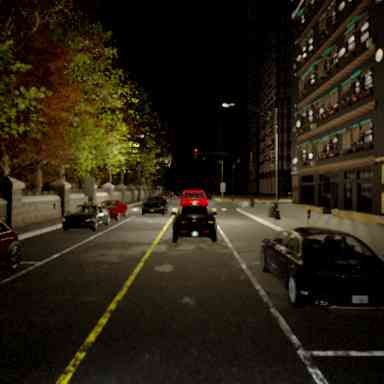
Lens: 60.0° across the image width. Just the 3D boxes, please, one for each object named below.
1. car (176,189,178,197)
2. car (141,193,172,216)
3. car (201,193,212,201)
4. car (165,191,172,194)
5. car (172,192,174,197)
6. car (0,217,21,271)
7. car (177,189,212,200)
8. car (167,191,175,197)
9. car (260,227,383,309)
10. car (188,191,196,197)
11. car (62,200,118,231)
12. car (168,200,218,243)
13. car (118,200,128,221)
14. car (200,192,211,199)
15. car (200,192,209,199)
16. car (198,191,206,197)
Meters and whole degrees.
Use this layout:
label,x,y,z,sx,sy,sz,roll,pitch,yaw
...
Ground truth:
label,x,y,z,sx,sy,sz,roll,pitch,yaw
car,-3.001,0.219,87.234,2.150,2.045,5.566,0,1,0
car,-3.037,1.137,28.057,1.882,1.535,5.008,0,1,1
car,2.691,0.836,62.028,1.947,1.339,4.313,0,1,0
car,-5.690,0.789,67.660,1.802,1.307,4.206,0,1,0
car,-5.689,0.524,78.923,1.967,1.590,4.097,0,1,0
car,-5.687,1.347,7.496,1.967,1.590,4.097,0,1,0
car,0.109,0.901,26.441,2.150,2.045,5.566,0,1,-2
car,-5.690,0.490,90.019,1.752,1.417,4.829,0,1,0
car,2.692,1.458,7.499,2.008,1.369,4.403,0,1,0
car,-0.001,0.460,87.228,1.882,1.535,5.008,0,1,0
car,-5.765,1.324,18.572,2.008,1.369,4.403,0,1,0
car,0.101,1.319,15.028,1.837,1.490,4.892,0,0,0
car,-5.817,1.251,24.111,1.887,1.381,4.507,0,1,0
car,2.691,0.773,67.660,1.947,1.339,4.313,0,1,0
car,2.690,0.711,73.292,1.947,1.339,4.313,0,1,0
car,2.691,0.508,90.189,1.887,1.381,4.507,0,1,0
